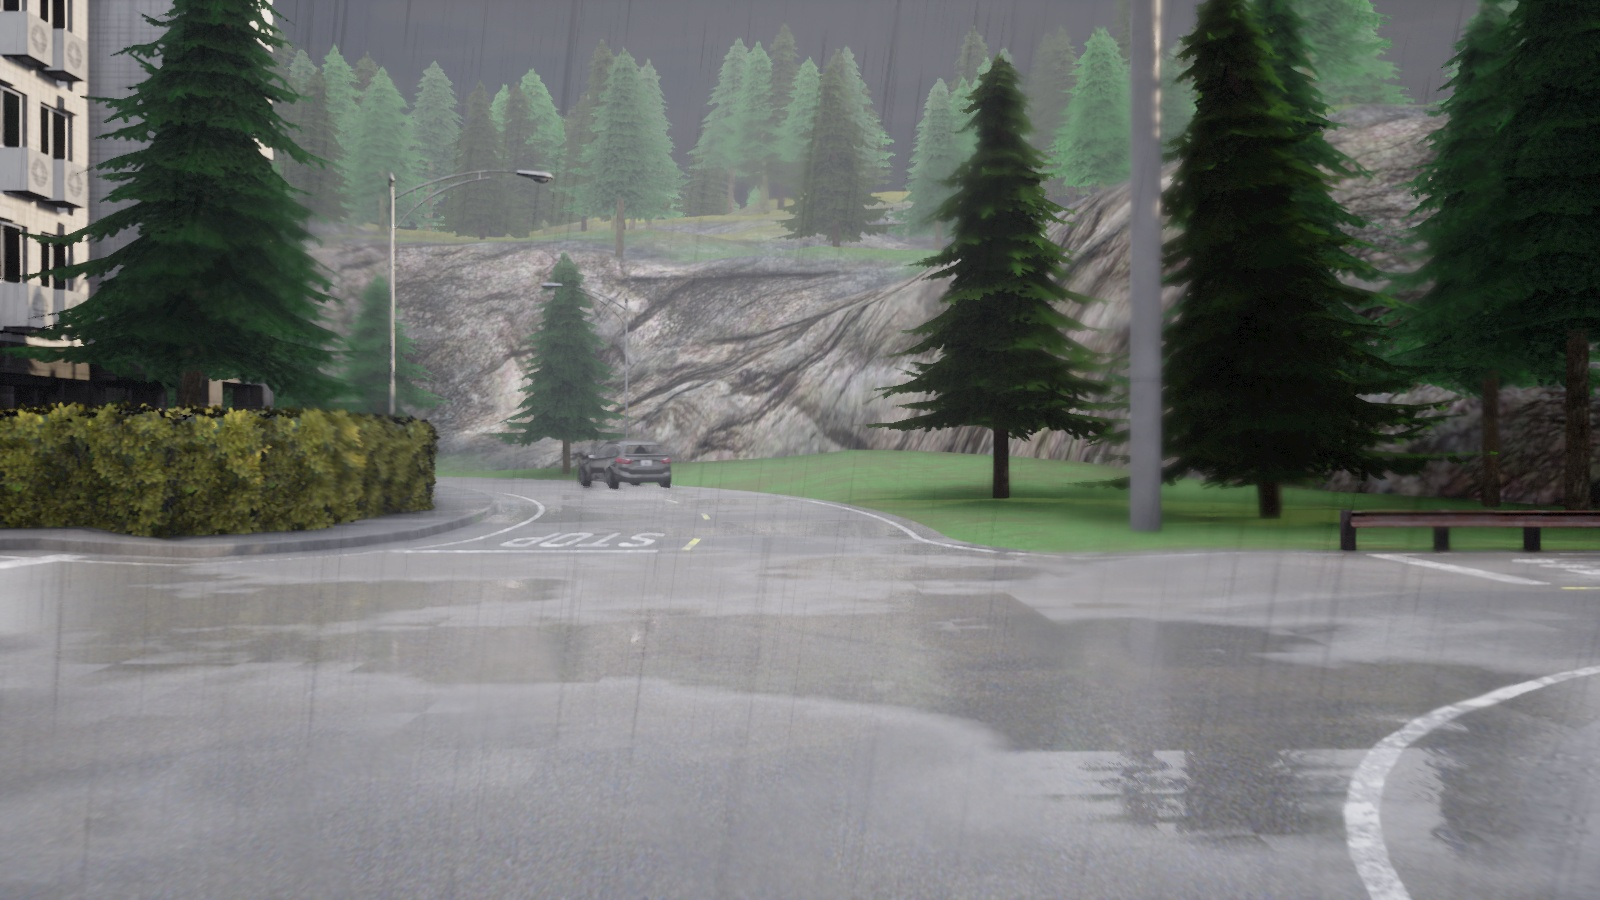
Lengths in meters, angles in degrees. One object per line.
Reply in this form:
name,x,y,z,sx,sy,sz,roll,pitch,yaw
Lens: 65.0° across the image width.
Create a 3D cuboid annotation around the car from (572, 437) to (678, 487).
car,-6.250,0.405,44.433,2.242,1.667,4.611,0,0,-28
